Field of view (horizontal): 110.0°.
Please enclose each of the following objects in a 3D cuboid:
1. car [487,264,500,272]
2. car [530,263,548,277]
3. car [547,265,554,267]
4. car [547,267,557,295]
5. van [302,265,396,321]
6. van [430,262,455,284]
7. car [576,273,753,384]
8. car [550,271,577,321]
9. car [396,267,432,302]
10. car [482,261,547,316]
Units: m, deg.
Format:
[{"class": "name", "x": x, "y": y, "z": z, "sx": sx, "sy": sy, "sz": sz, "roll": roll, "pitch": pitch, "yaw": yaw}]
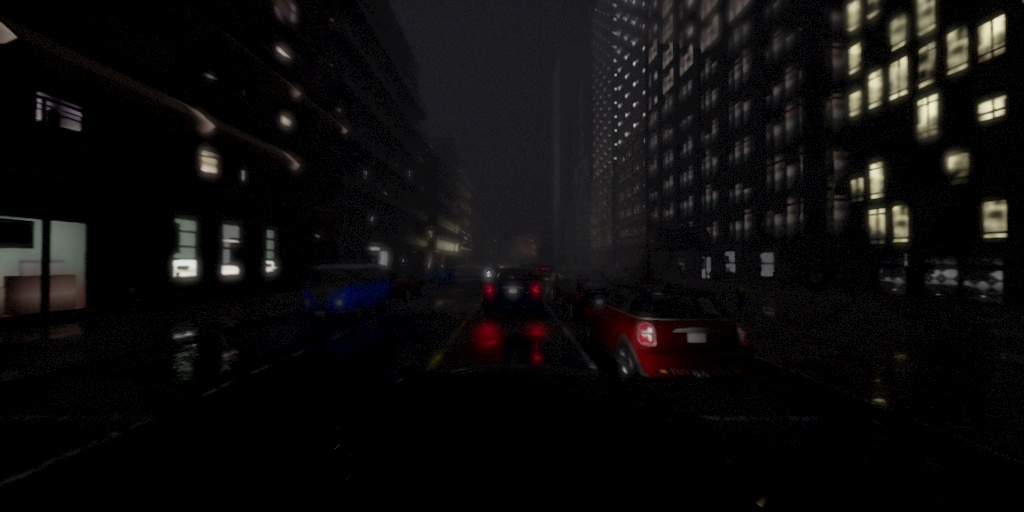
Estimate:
[{"class": "car", "x": -3.031, "y": 1.904, "z": 58.690, "sx": 1.895, "sy": 1.301, "sz": 4.718, "roll": 0, "pitch": -1, "yaw": 1}, {"class": "car", "x": 3.166, "y": 1.646, "z": 42.999, "sx": 1.837, "sy": 1.490, "sz": 4.892, "roll": 0, "pitch": -1, "yaw": 0}, {"class": "car", "x": 2.705, "y": 1.447, "z": 29.255, "sx": 1.967, "sy": 1.591, "sz": 4.097, "roll": 0, "pitch": 0, "yaw": 0}, {"class": "car", "x": 2.700, "y": 1.453, "z": 18.212, "sx": 2.007, "sy": 1.370, "sz": 4.403, "roll": 0, "pitch": 0, "yaw": 0}, {"class": "van", "x": -5.684, "y": 1.193, "z": 12.693, "sx": 1.690, "sy": 1.789, "sz": 3.998, "roll": 0, "pitch": 0, "yaw": 0}, {"class": "van", "x": -5.676, "y": 1.349, "z": 29.260, "sx": 1.690, "sy": 1.789, "sz": 3.998, "roll": 0, "pitch": 0, "yaw": 0}, {"class": "car", "x": 2.695, "y": 1.240, "z": 7.165, "sx": 1.967, "sy": 1.591, "sz": 4.097, "roll": 0, "pitch": 0, "yaw": 0}, {"class": "car", "x": 2.698, "y": 1.402, "z": 12.688, "sx": 2.007, "sy": 1.370, "sz": 4.403, "roll": 0, "pitch": 0, "yaw": 0}, {"class": "car", "x": -5.681, "y": 1.449, "z": 18.216, "sx": 1.888, "sy": 1.381, "sz": 4.507, "roll": 0, "pitch": 0, "yaw": 0}, {"class": "car", "x": 0.053, "y": 1.217, "z": 14.159, "sx": 2.097, "sy": 1.767, "sz": 4.553, "roll": 0, "pitch": -1, "yaw": 1}]
